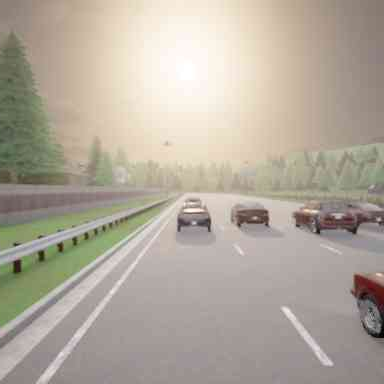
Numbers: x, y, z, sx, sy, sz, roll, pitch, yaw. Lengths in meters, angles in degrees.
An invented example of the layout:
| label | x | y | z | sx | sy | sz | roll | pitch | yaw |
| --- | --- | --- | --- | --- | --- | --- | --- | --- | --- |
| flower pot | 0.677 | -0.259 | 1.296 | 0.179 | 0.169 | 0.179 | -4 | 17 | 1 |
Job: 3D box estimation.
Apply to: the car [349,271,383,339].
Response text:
| label | x | y | z | sx | sy | sz | roll | pitch | yaw |
| --- | --- | --- | --- | --- | --- | --- | --- | --- | --- |
| car | 3.602 | 1.574 | 3.532 | 1.895 | 1.301 | 4.718 | 0 | 0 | 0 |

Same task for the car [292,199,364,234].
| label | x | y | z | sx | sy | sz | roll | pitch | yaw |
| --- | --- | --- | --- | --- | --- | --- | --- | --- | --- |
| car | 7.109 | 1.218 | 18.266 | 2.097 | 1.767 | 4.553 | 0 | 0 | 0 |

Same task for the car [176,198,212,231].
| label | x | y | z | sx | sy | sz | roll | pitch | yaw |
| --- | --- | --- | --- | --- | --- | --- | --- | --- | --- |
| car | 0.111 | 1.349 | 19.269 | 2.128 | 1.511 | 4.902 | 0 | 0 | 0 |

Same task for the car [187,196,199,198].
| label | x | y | z | sx | sy | sz | roll | pitch | yaw |
| --- | --- | --- | --- | --- | --- | --- | --- | --- | --- |
| car | 0.118 | 1.228 | 37.660 | 1.837 | 1.490 | 4.892 | 0 | 0 | 0 |

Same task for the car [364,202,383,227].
| label | x | y | z | sx | sy | sz | roll | pitch | yaw |
| --- | --- | --- | --- | --- | --- | --- | --- | --- | --- |
| car | 10.611 | 1.370 | 21.192 | 1.812 | 1.442 | 4.674 | 0 | 0 | 0 |

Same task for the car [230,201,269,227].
| label | x | y | z | sx | sy | sz | roll | pitch | yaw |
| --- | --- | --- | --- | --- | --- | --- | --- | --- | --- |
| car | 3.610 | 1.320 | 21.420 | 1.882 | 1.535 | 5.008 | 0 | 0 | 0 |
